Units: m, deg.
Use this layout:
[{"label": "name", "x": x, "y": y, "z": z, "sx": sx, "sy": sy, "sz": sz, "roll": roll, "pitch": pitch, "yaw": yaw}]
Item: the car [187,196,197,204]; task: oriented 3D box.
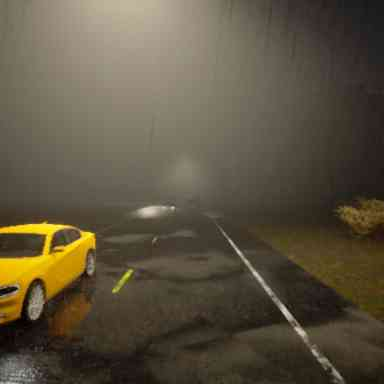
[{"label": "car", "x": 0.015, "y": 1.581, "z": 65.130, "sx": 1.994, "sy": 1.385, "sz": 4.181, "roll": 0, "pitch": 0, "yaw": 0}]

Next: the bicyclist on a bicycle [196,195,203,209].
[{"label": "bicyclist on a bicycle", "x": 0.965, "y": 1.447, "z": 40.453, "sx": 0.866, "sy": 1.612, "sz": 1.509, "roll": 0, "pitch": 0, "yaw": 0}]

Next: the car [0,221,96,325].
[{"label": "car", "x": -3.600, "y": 1.479, "z": 7.324, "sx": 1.882, "sy": 1.535, "sz": 5.008, "roll": 0, "pitch": 0, "yaw": 0}]

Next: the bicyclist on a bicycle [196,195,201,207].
[{"label": "bicyclist on a bicycle", "x": 0.963, "y": 1.384, "z": 50.139, "sx": 0.659, "sy": 1.776, "sz": 1.843, "roll": 0, "pitch": 0, "yaw": 0}]

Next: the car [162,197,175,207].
[{"label": "car", "x": -3.567, "y": 1.561, "z": 52.031, "sx": 2.033, "sy": 1.411, "sz": 5.357, "roll": 0, "pitch": 0, "yaw": 0}]

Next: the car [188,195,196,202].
[{"label": "car", "x": 0.001, "y": 1.544, "z": 76.960, "sx": 1.812, "sy": 1.442, "sz": 4.674, "roll": 0, "pitch": 0, "yaw": 0}]
